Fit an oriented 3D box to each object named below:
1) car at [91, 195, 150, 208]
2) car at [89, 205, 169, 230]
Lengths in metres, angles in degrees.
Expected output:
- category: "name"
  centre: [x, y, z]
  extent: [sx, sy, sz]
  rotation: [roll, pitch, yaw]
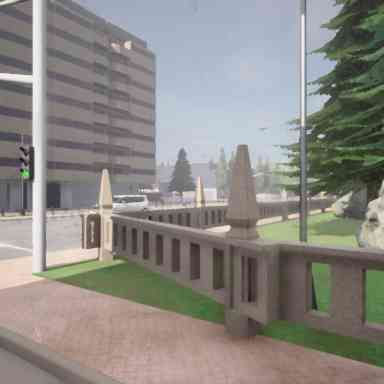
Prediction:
- category: "car"
  centre: [-5.885, 1.277, 27.754]
  extent: [2.150, 2.045, 5.566]
  rotation: [0, 0, 35]
- category: "car"
  centre: [-3.382, 1.657, 18.909]
  extent: [1.895, 1.301, 4.718]
  rotation: [0, 0, 35]
